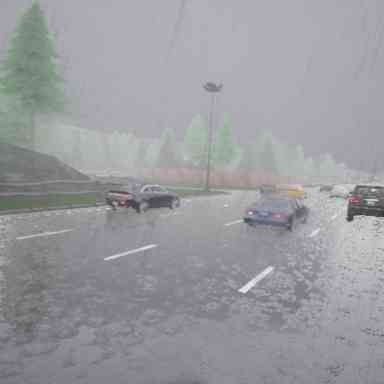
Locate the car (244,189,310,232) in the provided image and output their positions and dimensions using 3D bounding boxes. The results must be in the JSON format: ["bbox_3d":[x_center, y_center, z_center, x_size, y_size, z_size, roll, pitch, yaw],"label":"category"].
[{"bbox_3d":[4.001,0.828,15.010,2.033,1.411,5.357,5,4,29],"label":"car"}]

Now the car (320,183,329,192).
[{"bbox_3d":[22.570,-0.666,55.459,1.837,1.490,4.892,5,4,29],"label":"car"}]

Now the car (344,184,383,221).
[{"bbox_3d":[10.210,0.589,18.929,2.150,2.045,5.566,5,4,29],"label":"car"}]

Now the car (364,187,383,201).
[{"bbox_3d":[22.847,0.218,41.647,2.033,1.411,5.357,5,4,29],"label":"car"}]

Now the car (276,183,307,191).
[{"bbox_3d":[10.354,-0.020,33.561,1.882,1.535,5.008,5,4,29],"label":"car"}]

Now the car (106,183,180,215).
[{"bbox_3d":[-2.429,0.268,17.822,2.128,1.511,4.902,5,4,29],"label":"car"}]

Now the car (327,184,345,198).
[{"bbox_3d":[17.514,0.063,39.233,1.812,1.442,4.674,5,4,29],"label":"car"}]

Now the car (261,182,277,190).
[{"bbox_3d":[9.567,-0.392,39.316,2.128,1.511,4.902,5,4,29],"label":"car"}]
